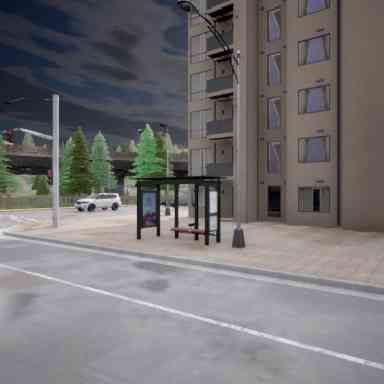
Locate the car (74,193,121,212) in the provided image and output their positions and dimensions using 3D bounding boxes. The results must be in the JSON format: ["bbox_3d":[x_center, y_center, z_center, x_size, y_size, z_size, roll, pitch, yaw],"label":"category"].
[{"bbox_3d":[-10.764,1.166,38.497,2.150,2.045,5.566,0,0,37],"label":"car"}]

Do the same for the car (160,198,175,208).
[{"bbox_3d":[-2.077,1.492,48.689,5.357,1.411,2.033,0,0,-41],"label":"car"}]
